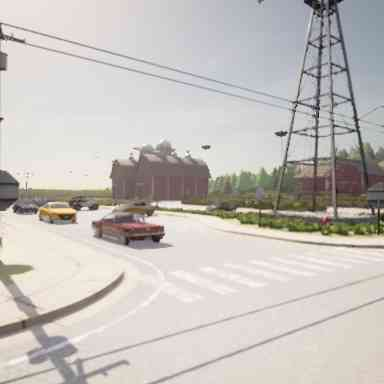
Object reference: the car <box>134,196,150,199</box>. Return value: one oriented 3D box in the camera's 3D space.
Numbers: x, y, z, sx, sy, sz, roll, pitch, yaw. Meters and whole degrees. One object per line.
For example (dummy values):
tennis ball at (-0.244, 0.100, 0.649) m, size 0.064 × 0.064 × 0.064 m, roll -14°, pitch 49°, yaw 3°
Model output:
car at (-9.599, 1.658, 60.010) m, size 4.605 × 1.855 × 1.932 m, roll 1°, pitch -1°, yaw -36°

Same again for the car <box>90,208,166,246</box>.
car at (-3.174, 1.687, 16.067) m, size 1.895 × 1.301 × 4.718 m, roll 1°, pitch -1°, yaw -37°

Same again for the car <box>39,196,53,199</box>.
car at (-22.234, 1.616, 48.020) m, size 2.128 × 1.511 × 4.902 m, roll 1°, pitch -1°, yaw -37°

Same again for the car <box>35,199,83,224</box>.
car at (-10.516, 1.560, 25.986) m, size 1.882 × 1.535 × 5.008 m, roll 1°, pitch -1°, yaw -37°

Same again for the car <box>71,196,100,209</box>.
car at (-14.276, 1.491, 43.960) m, size 3.866 × 1.878 × 1.905 m, roll 1°, pitch -1°, yaw -36°

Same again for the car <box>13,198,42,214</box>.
car at (-18.228, 1.627, 36.424) m, size 2.033 × 1.411 × 5.357 m, roll 1°, pitch -1°, yaw -37°

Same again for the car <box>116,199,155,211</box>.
car at (-5.857, 1.693, 33.414) m, size 4.193 × 1.474 × 1.816 m, roll 1°, pitch -1°, yaw -36°

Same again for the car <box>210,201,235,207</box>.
car at (3.819, 1.874, 41.974) m, size 3.905 × 1.438 × 1.784 m, roll 1°, pitch -1°, yaw -36°

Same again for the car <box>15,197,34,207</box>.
car at (-28.402, 1.669, 56.344) m, size 2.033 × 1.411 × 5.357 m, roll 1°, pitch -1°, yaw -37°
